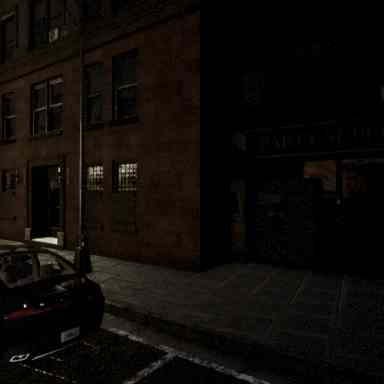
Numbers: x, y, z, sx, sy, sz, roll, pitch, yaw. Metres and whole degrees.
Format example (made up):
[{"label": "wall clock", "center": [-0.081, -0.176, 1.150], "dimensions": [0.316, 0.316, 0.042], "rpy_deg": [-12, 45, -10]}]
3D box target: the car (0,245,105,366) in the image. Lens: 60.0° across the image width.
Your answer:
[{"label": "car", "center": [-3.298, 1.551, 5.448], "dimensions": [4.403, 1.369, 2.008], "rpy_deg": [0, 0, 36]}]
